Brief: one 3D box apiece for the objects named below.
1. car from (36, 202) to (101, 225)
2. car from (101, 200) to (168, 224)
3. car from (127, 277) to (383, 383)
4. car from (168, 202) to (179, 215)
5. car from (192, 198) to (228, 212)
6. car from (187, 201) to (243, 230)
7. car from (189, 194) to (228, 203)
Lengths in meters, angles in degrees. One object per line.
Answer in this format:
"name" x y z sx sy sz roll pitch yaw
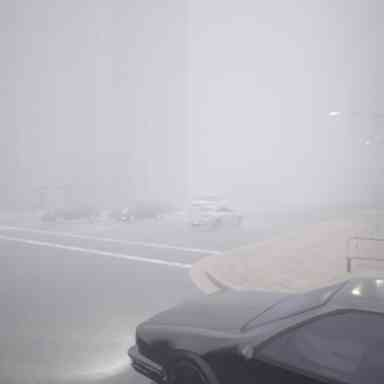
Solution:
"car" -9.087 1.533 24.933 2.128 1.511 4.902 0 0 36
"car" -4.325 1.397 25.608 2.097 1.767 4.553 0 0 35
"car" 1.830 1.548 2.867 5.357 1.411 2.033 0 0 38
"car" -3.507 1.590 32.928 2.033 1.411 5.357 0 0 35
"car" 2.275 1.535 41.199 2.128 1.511 4.902 0 0 35
"car" 1.594 1.575 21.677 1.812 1.442 4.674 0 0 36
"car" 1.751 1.267 34.356 2.150 2.045 5.566 0 0 35
